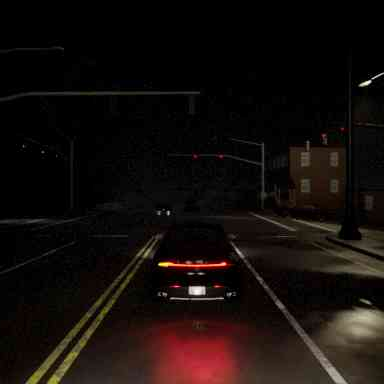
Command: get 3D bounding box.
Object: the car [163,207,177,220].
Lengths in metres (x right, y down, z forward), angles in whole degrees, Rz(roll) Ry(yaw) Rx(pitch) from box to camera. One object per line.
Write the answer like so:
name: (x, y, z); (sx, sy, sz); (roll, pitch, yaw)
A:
car: (-3.681, 3.615, 55.736); (2.033, 1.411, 5.357); (0, -12, 0)

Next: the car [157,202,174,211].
car: (-3.668, 2.056, 45.633); (2.033, 1.411, 5.357); (0, -4, 0)

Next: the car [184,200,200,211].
car: (-0.022, 2.472, 51.549); (2.150, 2.045, 5.566); (0, -10, 0)

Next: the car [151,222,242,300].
car: (0.087, 1.505, 8.336); (1.837, 1.490, 4.892); (0, 0, 0)

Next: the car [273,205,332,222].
car: (9.527, 1.779, 28.952); (4.718, 1.301, 1.895); (7, 0, 3)
